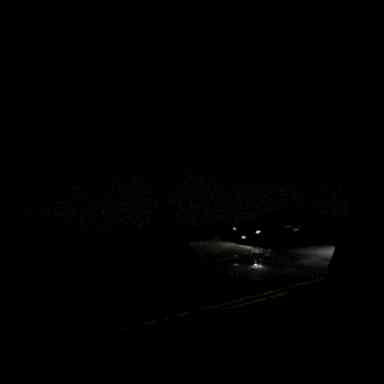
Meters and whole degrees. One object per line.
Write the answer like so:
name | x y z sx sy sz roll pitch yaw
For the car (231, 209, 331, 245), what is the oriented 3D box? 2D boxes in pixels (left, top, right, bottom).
car | 4.363 1.540 15.704 5.357 1.411 2.033 0 0 -36
